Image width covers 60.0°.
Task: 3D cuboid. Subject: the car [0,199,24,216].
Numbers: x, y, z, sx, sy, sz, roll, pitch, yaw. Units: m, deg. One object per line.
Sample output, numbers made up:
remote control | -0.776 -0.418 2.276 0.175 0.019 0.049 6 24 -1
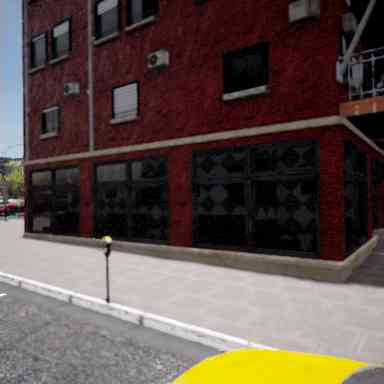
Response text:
car | -18.788 1.663 36.758 2.192 1.841 5.009 -2 -1 36

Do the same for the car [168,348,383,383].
car | 1.794 1.523 1.610 4.829 1.417 1.752 0 -1 36
